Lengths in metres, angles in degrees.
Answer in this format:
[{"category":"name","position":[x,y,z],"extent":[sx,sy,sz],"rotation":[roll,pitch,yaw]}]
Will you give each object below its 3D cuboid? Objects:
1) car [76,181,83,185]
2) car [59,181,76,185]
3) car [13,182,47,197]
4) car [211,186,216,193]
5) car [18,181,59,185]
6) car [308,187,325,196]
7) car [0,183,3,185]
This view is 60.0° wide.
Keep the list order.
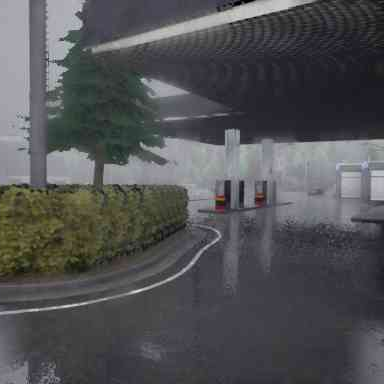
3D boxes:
[{"category":"car","position":[-24.031,-1.234,68.216],"extent":[4.605,1.855,1.932],"rotation":[2,2,36]},{"category":"car","position":[-25.410,-1.183,65.626],"extent":[3.866,1.878,1.905],"rotation":[2,2,36]},{"category":"car","position":[-20.763,-0.365,42.522],"extent":[4.605,1.855,1.932],"rotation":[2,2,36]},{"category":"car","position":[6.260,-0.616,65.258],"extent":[5.027,1.636,2.152],"rotation":[2,2,36]},{"category":"car","position":[-16.346,-0.105,35.233],"extent":[3.866,1.878,1.905],"rotation":[2,2,36]},{"category":"car","position":[21.954,-0.091,58.683],"extent":[2.128,1.511,4.902],"rotation":[2,2,36]},{"category":"car","position":[-32.954,-0.841,55.297],"extent":[5.027,1.636,2.152],"rotation":[2,2,36]}]
